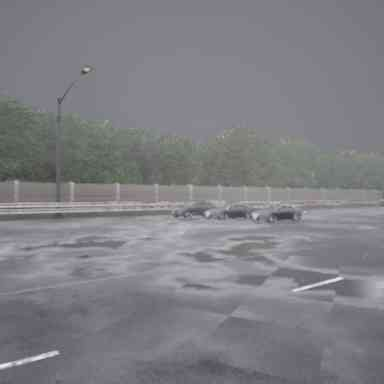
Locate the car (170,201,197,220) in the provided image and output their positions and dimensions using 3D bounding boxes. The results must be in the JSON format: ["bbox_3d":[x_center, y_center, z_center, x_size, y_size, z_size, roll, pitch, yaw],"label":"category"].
[{"bbox_3d":[0.330,1.551,30.149,4.892,1.490,1.837,0,0,-36],"label":"car"}]

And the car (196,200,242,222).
[{"bbox_3d":[3.181,1.636,27.907,4.902,1.511,2.128,1,0,-36],"label":"car"}]

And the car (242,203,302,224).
[{"bbox_3d":[6.621,1.649,26.093,4.902,1.511,2.128,1,0,-36],"label":"car"}]
